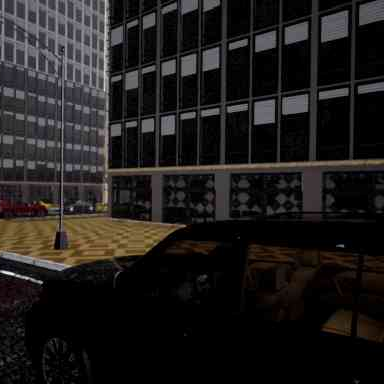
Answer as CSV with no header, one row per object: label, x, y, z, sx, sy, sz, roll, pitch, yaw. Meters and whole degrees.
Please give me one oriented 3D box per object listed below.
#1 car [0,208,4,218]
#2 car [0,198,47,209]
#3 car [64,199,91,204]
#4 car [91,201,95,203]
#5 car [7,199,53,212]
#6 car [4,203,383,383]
car,-7.283,1.347,8.905,4.553,1.767,2.097,0,0,36
car,-16.126,1.517,31.048,2.192,1.841,5.009,1,0,37
car,-14.661,1.704,42.715,1.837,1.490,4.892,1,0,37
car,-9.301,1.828,40.239,1.752,1.417,4.829,1,0,37
car,-19.596,1.640,40.433,1.752,1.417,4.829,1,0,37
car,0.699,1.221,3.184,5.566,2.045,2.150,0,0,36
